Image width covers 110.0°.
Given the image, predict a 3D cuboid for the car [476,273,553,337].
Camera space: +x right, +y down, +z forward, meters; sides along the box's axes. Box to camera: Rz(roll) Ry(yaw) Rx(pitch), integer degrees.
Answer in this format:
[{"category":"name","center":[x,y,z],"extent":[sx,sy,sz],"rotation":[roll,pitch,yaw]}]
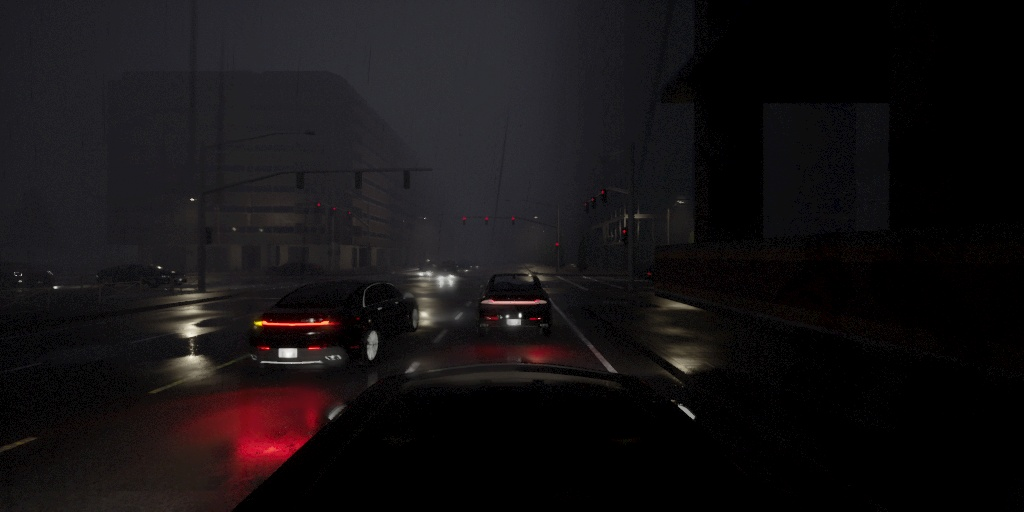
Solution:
[{"category":"car","center":[0.059,1.241,10.297],"extent":[2.128,1.511,4.902],"rotation":[0,0,0]}]

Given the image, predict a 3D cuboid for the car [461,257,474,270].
[{"category":"car","center":[-7.470,1.227,54.452],"extent":[1.882,1.535,5.008],"rotation":[0,0,0]}]

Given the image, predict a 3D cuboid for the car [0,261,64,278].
[{"category":"car","center":[-46.639,1.283,34.395],"extent":[5.008,1.535,1.882],"rotation":[0,0,0]}]

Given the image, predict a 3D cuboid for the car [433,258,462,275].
[{"category":"car","center":[-7.142,1.250,40.104],"extent":[2.128,1.511,4.902],"rotation":[0,0,-4]}]

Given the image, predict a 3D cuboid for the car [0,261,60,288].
[{"category":"car","center":[-33.393,1.157,23.673],"extent":[4.553,1.767,2.097],"rotation":[0,0,0]}]

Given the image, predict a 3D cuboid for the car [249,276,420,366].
[{"category":"car","center":[-3.451,1.255,7.977],"extent":[1.837,1.490,4.892],"rotation":[0,0,0]}]

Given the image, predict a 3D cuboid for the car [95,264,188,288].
[{"category":"car","center":[-24.326,1.297,23.655],"extent":[4.902,1.511,2.128],"rotation":[0,0,0]}]

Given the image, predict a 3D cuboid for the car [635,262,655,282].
[{"category":"car","center":[12.507,1.353,26.974],"extent":[5.357,1.411,2.033],"rotation":[0,0,-1]}]

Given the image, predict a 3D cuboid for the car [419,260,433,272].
[{"category":"car","center":[-10.979,1.238,47.566],"extent":[2.128,1.511,4.902],"rotation":[0,0,0]}]

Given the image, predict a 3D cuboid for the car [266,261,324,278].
[{"category":"car","center":[-20.595,1.283,34.127],"extent":[5.008,1.535,1.882],"rotation":[0,1,-1]}]
